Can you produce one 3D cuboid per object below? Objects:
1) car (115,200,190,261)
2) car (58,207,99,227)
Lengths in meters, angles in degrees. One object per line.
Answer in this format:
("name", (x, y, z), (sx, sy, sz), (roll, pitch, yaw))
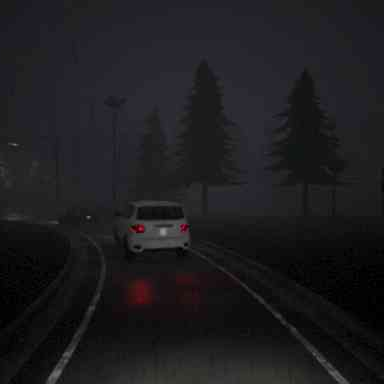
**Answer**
("car", (-1.747, 1.346, 13.155), (2.150, 2.045, 5.566), (0, 0, -18))
("car", (-8.842, 1.835, 25.806), (1.994, 1.385, 4.181), (0, -1, -40))
